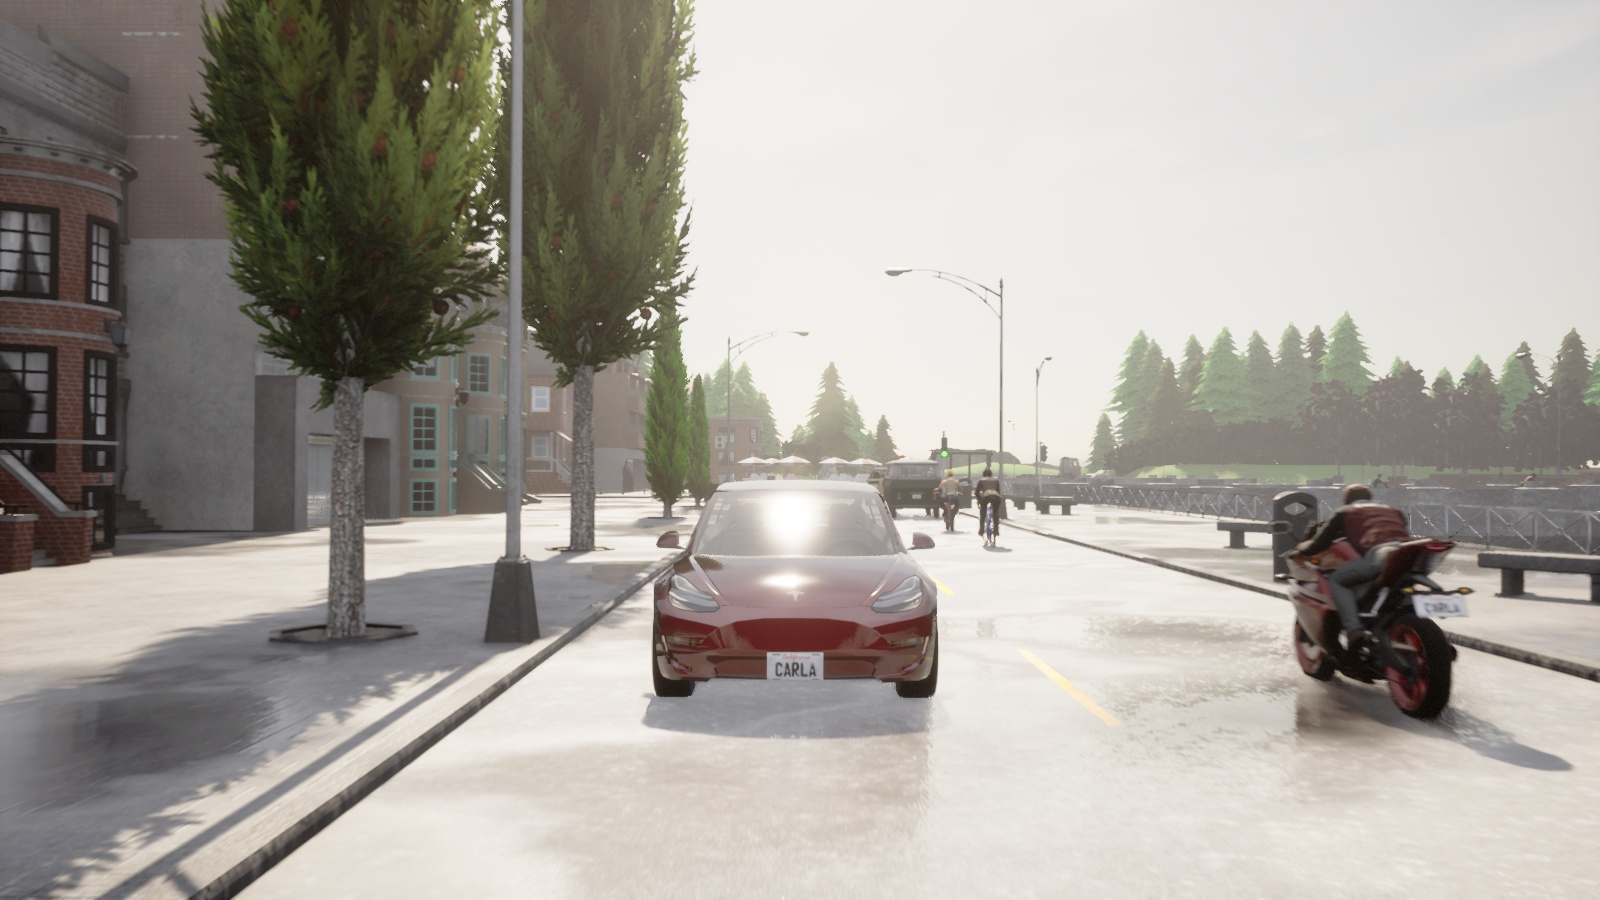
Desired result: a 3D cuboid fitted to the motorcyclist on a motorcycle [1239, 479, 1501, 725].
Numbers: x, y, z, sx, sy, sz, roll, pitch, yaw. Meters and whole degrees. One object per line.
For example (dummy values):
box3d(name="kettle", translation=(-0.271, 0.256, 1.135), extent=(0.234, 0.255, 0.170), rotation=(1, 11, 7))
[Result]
box3d(name="motorcyclist on a motorcycle", translation=(3.976, 0.985, 9.014), extent=(0.866, 1.530, 2.191), rotation=(0, -1, 0))

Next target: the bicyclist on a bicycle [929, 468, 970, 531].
box3d(name="bicyclist on a bicycle", translation=(3.919, 1.288, 32.989), extent=(0.866, 1.612, 1.509), rotation=(0, -1, 0))

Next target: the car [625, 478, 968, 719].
box3d(name="car", translation=(-0.027, 0.988, 10.334), extent=(2.163, 1.488, 4.792), rotation=(0, -1, 0))

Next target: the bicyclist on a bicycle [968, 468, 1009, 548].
box3d(name="bicyclist on a bicycle", translation=(3.931, 1.191, 26.247), extent=(0.582, 1.620, 1.656), rotation=(0, -1, 0))

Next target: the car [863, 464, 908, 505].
box3d(name="car", translation=(4.067, 1.604, 59.071), extent=(1.932, 1.855, 4.605), rotation=(-1, -1, 5))

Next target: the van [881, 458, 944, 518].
box3d(name="van", translation=(3.885, 1.287, 43.942), extent=(1.775, 1.987, 4.442), rotation=(0, -1, 0))
